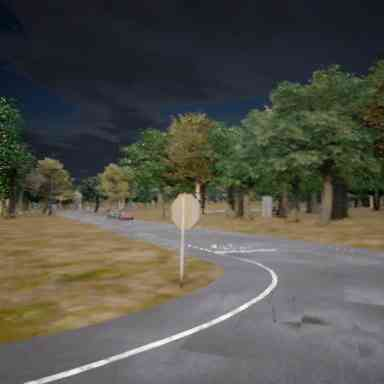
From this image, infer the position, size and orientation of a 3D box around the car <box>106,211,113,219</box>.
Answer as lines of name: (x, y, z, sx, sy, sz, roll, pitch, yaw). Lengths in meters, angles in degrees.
car: (-13.541, 3.984, 57.706, 1.994, 1.385, 4.181, 3, -4, -25)

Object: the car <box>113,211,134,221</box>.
car: (-10.213, 3.662, 50.763, 1.994, 1.385, 4.181, 3, -3, -25)
